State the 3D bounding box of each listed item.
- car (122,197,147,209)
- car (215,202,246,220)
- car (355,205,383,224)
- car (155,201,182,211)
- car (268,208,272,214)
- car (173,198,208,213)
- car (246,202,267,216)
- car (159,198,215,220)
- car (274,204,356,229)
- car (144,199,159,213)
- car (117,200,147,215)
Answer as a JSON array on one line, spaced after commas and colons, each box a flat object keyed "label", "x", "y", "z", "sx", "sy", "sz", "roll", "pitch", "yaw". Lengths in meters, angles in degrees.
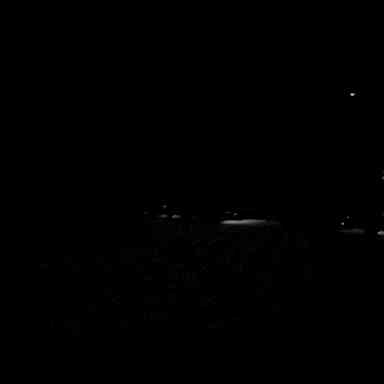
[{"label": "car", "x": -10.117, "y": 1.872, "z": 58.185, "sx": 2.192, "sy": 1.841, "sz": 5.009, "roll": 0, "pitch": 0, "yaw": -36}, {"label": "car", "x": 2.336, "y": 1.715, "z": 30.768, "sx": 1.837, "sy": 1.490, "sz": 4.892, "roll": 1, "pitch": -1, "yaw": -36}, {"label": "car", "x": 12.827, "y": 1.689, "z": 26.398, "sx": 1.752, "sy": 1.417, "sz": 4.829, "roll": 0, "pitch": 0, "yaw": -36}, {"label": "car", "x": -3.532, "y": 1.988, "z": 49.062, "sx": 1.887, "sy": 1.381, "sz": 4.507, "roll": 0, "pitch": 0, "yaw": -36}, {"label": "car", "x": 9.635, "y": 1.763, "z": 30.820, "sx": 1.887, "sy": 1.381, "sz": 4.507, "roll": 0, "pitch": 0, "yaw": -36}, {"label": "car", "x": -0.242, "y": 1.702, "z": 44.503, "sx": 2.192, "sy": 1.841, "sz": 5.009, "roll": 0, "pitch": 0, "yaw": -36}, {"label": "car", "x": 6.243, "y": 1.801, "z": 35.519, "sx": 1.752, "sy": 1.417, "sz": 4.829, "roll": 0, "pitch": 0, "yaw": -36}, {"label": "car", "x": -0.577, "y": 1.518, "z": 30.401, "sx": 2.192, "sy": 1.841, "sz": 5.009, "roll": 0, "pitch": -1, "yaw": -36}, {"label": "car", "x": 8.190, "y": 1.712, "z": 22.697, "sx": 1.895, "sy": 1.301, "sz": 4.718, "roll": 1, "pitch": -1, "yaw": -37}, {"label": "car", "x": -3.516, "y": 1.663, "z": 38.894, "sx": 2.097, "sy": 1.767, "sz": 4.553, "roll": 1, "pitch": -1, "yaw": -36}, {"label": "car", "x": -7.160, "y": 1.755, "z": 39.520, "sx": 1.967, "sy": 1.590, "sz": 4.097, "roll": 0, "pitch": -1, "yaw": -36}]
